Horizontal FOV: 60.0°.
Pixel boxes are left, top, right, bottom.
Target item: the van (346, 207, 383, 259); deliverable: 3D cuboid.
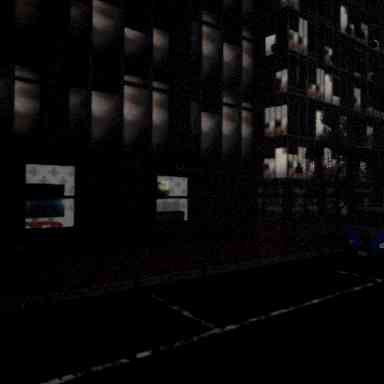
[{"bbox_3d":[7.004,1.404,11.550,3.998,1.788,1.690,0,0,-35],"label":"van"}]
